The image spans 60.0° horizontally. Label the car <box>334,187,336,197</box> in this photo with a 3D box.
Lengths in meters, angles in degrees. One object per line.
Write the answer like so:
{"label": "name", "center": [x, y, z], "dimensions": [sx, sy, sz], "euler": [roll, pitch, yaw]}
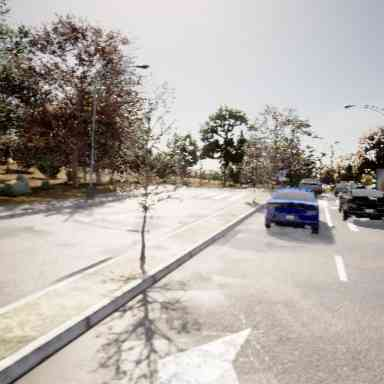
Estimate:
{"label": "car", "center": [13.939, -0.272, 29.935], "dimensions": [1.994, 1.385, 4.181], "euler": [3, 3, 24]}

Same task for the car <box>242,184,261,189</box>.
{"label": "car", "center": [14.245, -1.233, 78.861], "dimensions": [4.674, 1.442, 1.812], "euler": [2, 1, 11]}

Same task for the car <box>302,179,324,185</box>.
{"label": "car", "center": [10.602, -0.432, 29.604], "dimensions": [2.128, 1.511, 4.902], "euler": [3, 3, 24]}

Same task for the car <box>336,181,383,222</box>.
{"label": "car", "center": [8.261, 0.471, 16.127], "dimensions": [1.882, 1.535, 5.008], "euler": [3, 5, 21]}

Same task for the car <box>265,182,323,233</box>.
{"label": "car", "center": [4.200, 0.558, 13.570], "dimensions": [1.882, 1.535, 5.008], "euler": [3, 5, 20]}
